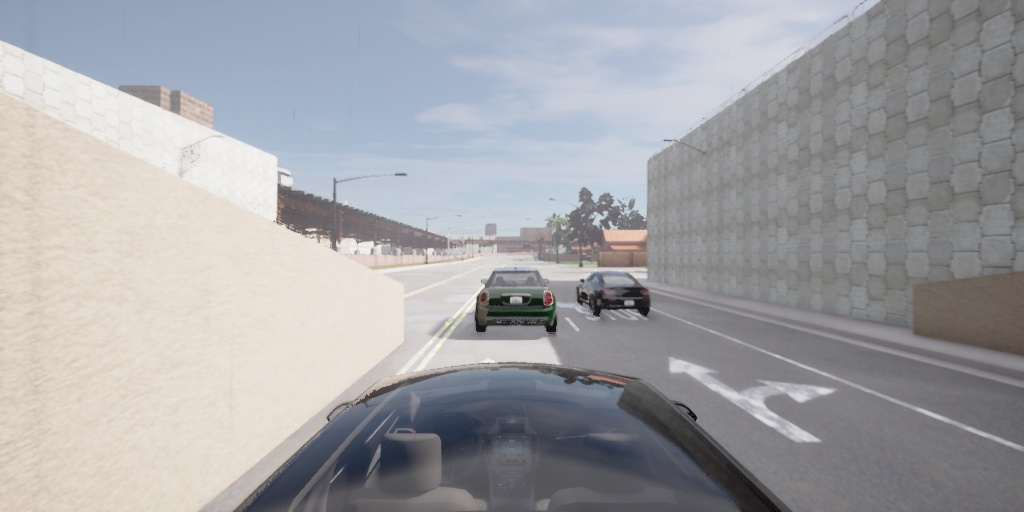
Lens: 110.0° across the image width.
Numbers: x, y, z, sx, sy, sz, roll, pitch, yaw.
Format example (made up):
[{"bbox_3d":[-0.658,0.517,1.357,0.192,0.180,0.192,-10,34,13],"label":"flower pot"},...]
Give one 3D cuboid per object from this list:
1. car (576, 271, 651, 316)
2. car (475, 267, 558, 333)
[{"bbox_3d":[3.599,1.271,13.286,1.812,1.442,4.674,0,0,0],"label":"car"},{"bbox_3d":[0.101,1.098,10.884,2.097,1.767,4.553,0,0,0],"label":"car"}]
